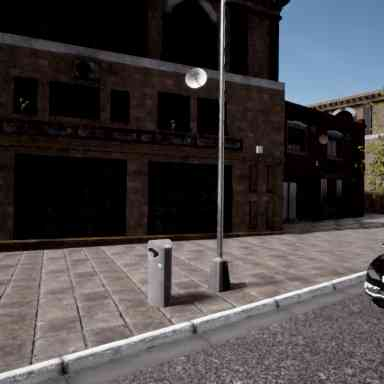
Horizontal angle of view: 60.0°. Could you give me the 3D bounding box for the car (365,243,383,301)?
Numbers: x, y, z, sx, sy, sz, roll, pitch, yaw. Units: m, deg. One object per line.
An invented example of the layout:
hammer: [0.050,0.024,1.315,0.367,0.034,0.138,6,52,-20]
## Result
car: [5.656,1.508,7.269,4.892,1.490,1.837,0,0,-37]
